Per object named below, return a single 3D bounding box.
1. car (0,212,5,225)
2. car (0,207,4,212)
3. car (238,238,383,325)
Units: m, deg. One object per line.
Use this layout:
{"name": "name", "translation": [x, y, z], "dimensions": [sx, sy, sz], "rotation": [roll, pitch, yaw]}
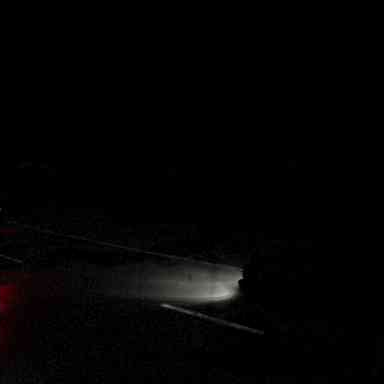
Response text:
{"name": "car", "translation": [-7.141, 1.197, 9.085], "dimensions": [4.674, 1.442, 1.812], "rotation": [4, 2, 35]}
{"name": "car", "translation": [-10.840, 0.777, 16.022], "dimensions": [4.181, 1.385, 1.994], "rotation": [5, 3, 35]}
{"name": "car", "translation": [3.531, 1.543, 5.764], "dimensions": [5.357, 1.411, 2.033], "rotation": [1, 0, 36]}
